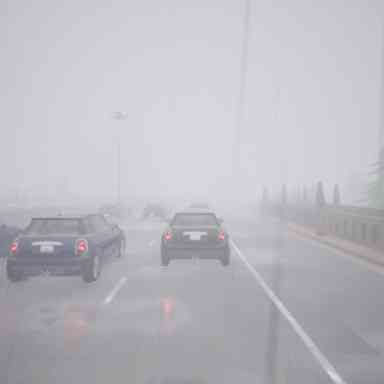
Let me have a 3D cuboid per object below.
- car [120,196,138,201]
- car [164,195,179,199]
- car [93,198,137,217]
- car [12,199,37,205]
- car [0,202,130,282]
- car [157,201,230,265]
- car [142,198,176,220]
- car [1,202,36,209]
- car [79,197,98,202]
[{"bbox_3d":[-9.659,1.373,48.408,2.097,1.767,4.553,0,0,17],"label":"car"},{"bbox_3d":[-4.884,1.505,75.834,2.128,1.511,4.902,0,0,31],"label":"car"},{"bbox_3d":[-6.384,1.511,28.127,1.837,1.490,4.892,0,0,5],"label":"car"},{"bbox_3d":[-19.394,1.556,37.620,1.812,1.442,4.674,0,0,10],"label":"car"},{"bbox_3d":[-3.405,1.356,9.926,2.097,1.767,4.553,0,0,0],"label":"car"},{"bbox_3d":[0.095,1.357,11.881,2.097,1.767,4.553,0,0,0],"label":"car"},{"bbox_3d":[-2.872,1.508,28.133,1.837,1.490,4.892,0,0,5],"label":"car"},{"bbox_3d":[-6.904,1.356,9.986,2.097,1.767,4.553,0,0,0],"label":"car"},{"bbox_3d":[-14.031,1.508,45.804,1.882,1.535,5.008,0,0,15],"label":"car"}]
